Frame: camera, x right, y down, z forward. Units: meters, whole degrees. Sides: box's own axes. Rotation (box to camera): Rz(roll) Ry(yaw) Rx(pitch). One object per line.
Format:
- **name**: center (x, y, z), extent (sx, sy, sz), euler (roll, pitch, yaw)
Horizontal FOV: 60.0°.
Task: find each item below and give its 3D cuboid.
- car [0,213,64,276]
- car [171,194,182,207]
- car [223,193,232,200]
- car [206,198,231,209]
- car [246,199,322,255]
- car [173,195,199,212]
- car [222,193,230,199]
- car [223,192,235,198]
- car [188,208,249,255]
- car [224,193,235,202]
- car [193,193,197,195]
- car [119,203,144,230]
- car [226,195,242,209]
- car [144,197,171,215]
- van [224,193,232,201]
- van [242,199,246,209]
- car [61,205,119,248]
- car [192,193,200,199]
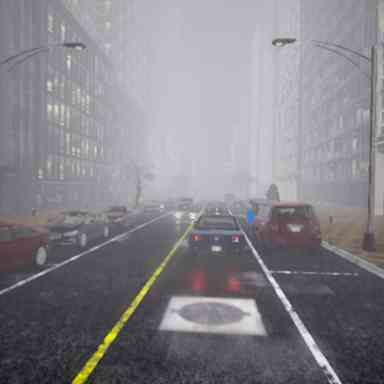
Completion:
- **car**: center (-5.198, 1.431, 8.207), extent (1.887, 1.381, 4.507), euler (0, 0, 4)
- **car**: center (-2.673, 1.299, 42.215), extent (2.008, 1.369, 4.403), euler (0, 0, 4)
- **car**: center (8.630, 1.144, 81.271), extent (1.967, 1.590, 4.097), euler (0, 0, 4)
- **car**: center (2.209, 1.481, 29.665), extent (1.895, 1.301, 4.718), euler (1, 0, 4)
- **car**: center (3.581, 1.297, 13.254), extent (2.192, 1.841, 5.009), euler (0, 0, 4)
- **car**: center (-0.525, 1.320, 35.323), extent (1.837, 1.490, 4.892), euler (1, 0, 5)
- **car**: center (9.471, 1.096, 92.607), extent (1.967, 1.590, 4.097), euler (0, 0, 4)
- **car**: center (7.368, 1.090, 64.267), extent (2.192, 1.841, 5.009), euler (0, 0, 4)
- **car**: center (0.974, 1.548, 13.066), extent (1.895, 1.301, 4.718), euler (1, 0, 4)
- **car**: center (7.789, 1.066, 69.935), extent (2.192, 1.841, 5.009), euler (0, 0, 4)
- **car**: center (-0.581, 1.158, 70.386), extent (1.752, 1.417, 4.829), euler (0, 0, 4)
- **car**: center (-4.356, 1.422, 19.544), extent (1.802, 1.307, 4.206), euler (0, 0, 4)
- **car**: center (5.684, 1.418, 41.595), extent (2.008, 1.369, 4.403), euler (0, 0, 4)
- **car**: center (-3.515, 1.345, 30.879), extent (2.008, 1.369, 4.403), euler (0, 0, 4)
- **van**: center (8.210, 1.069, 75.603), extent (1.690, 1.788, 3.998), euler (0, 0, 4)
- **van**: center (4.001, 1.300, 18.923), extent (1.690, 1.788, 3.998), euler (0, 0, 4)
- **car**: center (-4.778, 1.414, 13.875), extent (2.008, 1.369, 4.403), euler (0, 0, 4)
- **car**: center (1.114, 1.088, 93.228), extent (2.008, 1.369, 4.403), euler (0, 0, 4)
